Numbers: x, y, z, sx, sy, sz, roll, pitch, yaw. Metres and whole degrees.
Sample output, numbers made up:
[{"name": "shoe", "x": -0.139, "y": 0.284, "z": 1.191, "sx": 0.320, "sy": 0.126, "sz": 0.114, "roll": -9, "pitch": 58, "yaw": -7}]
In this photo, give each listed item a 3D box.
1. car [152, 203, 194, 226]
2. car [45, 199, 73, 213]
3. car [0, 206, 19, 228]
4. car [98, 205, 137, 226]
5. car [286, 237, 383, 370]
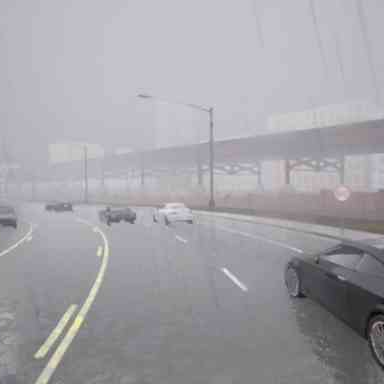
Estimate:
[{"name": "car", "x": -1.366, "y": 1.457, "z": 22.902, "sx": 1.812, "sy": 1.442, "sz": 4.674, "roll": -1, "pitch": 0, "yaw": -22}, {"name": "car", "x": -15.462, "y": 1.610, "z": 38.598, "sx": 2.163, "sy": 1.488, "sz": 4.792, "roll": -2, "pitch": 1, "yaw": -40}, {"name": "car", "x": -12.932, "y": 1.686, "z": 22.730, "sx": 2.033, "sy": 1.411, "sz": 5.357, "roll": -1, "pitch": 0, "yaw": -27}, {"name": "car", "x": -5.421, "y": 1.597, "z": 23.596, "sx": 1.895, "sy": 1.301, "sz": 4.718, "roll": -1, "pitch": 0, "yaw": -24}, {"name": "car", "x": 3.118, "y": 1.474, "z": 5.433, "sx": 1.812, "sy": 1.442, "sz": 4.674, "roll": -1, "pitch": 0, "yaw": -6}]
